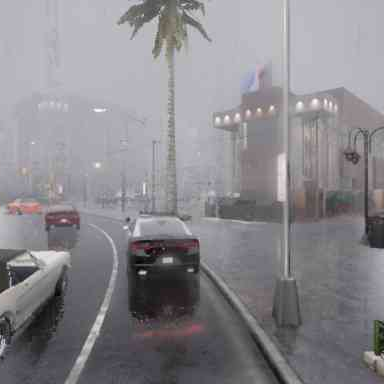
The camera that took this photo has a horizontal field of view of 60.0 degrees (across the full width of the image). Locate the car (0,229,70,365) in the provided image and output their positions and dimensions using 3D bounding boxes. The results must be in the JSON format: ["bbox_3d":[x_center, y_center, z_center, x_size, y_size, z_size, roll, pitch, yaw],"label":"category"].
[{"bbox_3d":[-3.501,1.598,5.555,1.895,1.301,4.718,0,0,-6],"label":"car"}]

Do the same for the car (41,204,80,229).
[{"bbox_3d":[-8.279,1.469,20.995,1.882,1.535,5.008,0,0,-25],"label":"car"}]

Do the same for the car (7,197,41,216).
[{"bbox_3d":[-16.588,1.336,32.807,2.097,1.767,4.553,0,0,-43],"label":"car"}]

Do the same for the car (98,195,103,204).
[{"bbox_3d":[-14.576,1.238,56.454,4.553,1.767,2.185,0,0,42],"label":"car"}]

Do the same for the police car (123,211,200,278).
[{"bbox_3d":[-1.110,1.423,10.451,1.930,1.638,5.238,0,0,-12],"label":"police car"}]
